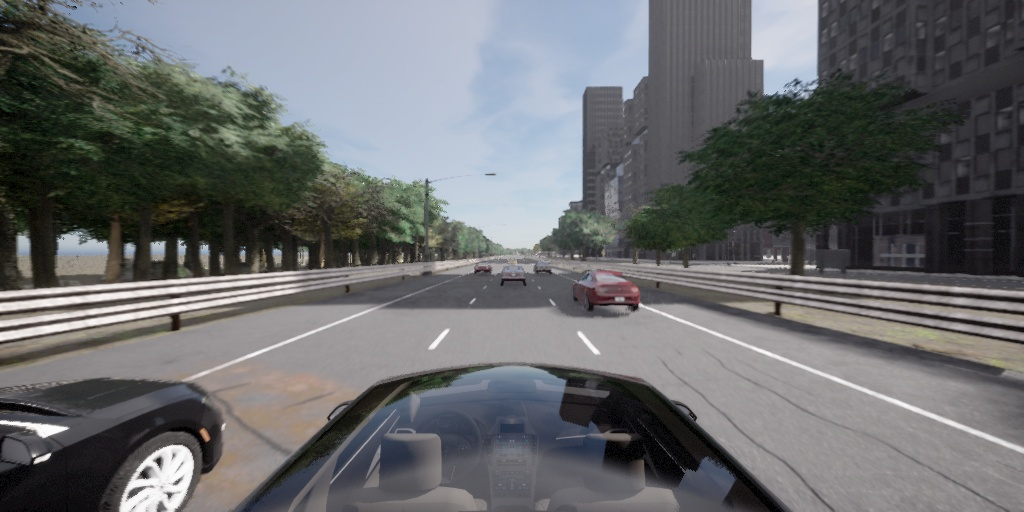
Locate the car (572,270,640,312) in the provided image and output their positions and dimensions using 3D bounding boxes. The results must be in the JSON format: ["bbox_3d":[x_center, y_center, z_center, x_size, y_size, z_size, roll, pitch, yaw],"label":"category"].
[{"bbox_3d":[3.599,1.290,14.271,1.812,1.442,4.674,0,0,0],"label":"car"}]

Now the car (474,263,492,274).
[{"bbox_3d":[-3.394,1.438,43.262,1.895,1.301,4.718,0,0,0],"label":"car"}]

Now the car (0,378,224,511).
[{"bbox_3d":[-3.399,1.254,1.075,1.837,1.490,4.892,0,0,0],"label":"car"}]

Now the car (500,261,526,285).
[{"bbox_3d":[0.099,1.344,26.796,2.033,1.411,5.357,0,0,0],"label":"car"}]

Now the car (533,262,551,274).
[{"bbox_3d":[3.602,1.385,43.039,2.033,1.411,5.357,0,0,0],"label":"car"}]
